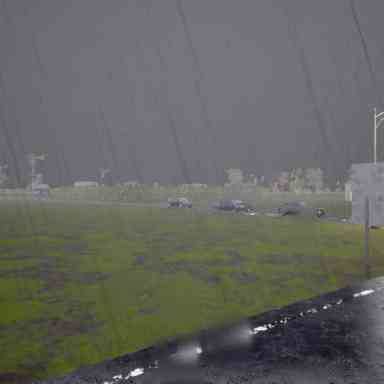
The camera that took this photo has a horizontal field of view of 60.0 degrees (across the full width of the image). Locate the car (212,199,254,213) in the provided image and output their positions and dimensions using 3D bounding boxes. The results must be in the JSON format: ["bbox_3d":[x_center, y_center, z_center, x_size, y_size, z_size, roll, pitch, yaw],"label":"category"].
[{"bbox_3d":[4.545,1.531,37.727,2.033,1.411,5.357,0,0,-35],"label":"car"}]

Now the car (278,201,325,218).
[{"bbox_3d":[9.757,1.551,29.895,1.994,1.385,4.181,0,0,-33],"label":"car"}]

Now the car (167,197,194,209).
[{"bbox_3d":[-1.699,1.487,46.324,1.837,1.490,4.892,0,0,-37],"label":"car"}]
